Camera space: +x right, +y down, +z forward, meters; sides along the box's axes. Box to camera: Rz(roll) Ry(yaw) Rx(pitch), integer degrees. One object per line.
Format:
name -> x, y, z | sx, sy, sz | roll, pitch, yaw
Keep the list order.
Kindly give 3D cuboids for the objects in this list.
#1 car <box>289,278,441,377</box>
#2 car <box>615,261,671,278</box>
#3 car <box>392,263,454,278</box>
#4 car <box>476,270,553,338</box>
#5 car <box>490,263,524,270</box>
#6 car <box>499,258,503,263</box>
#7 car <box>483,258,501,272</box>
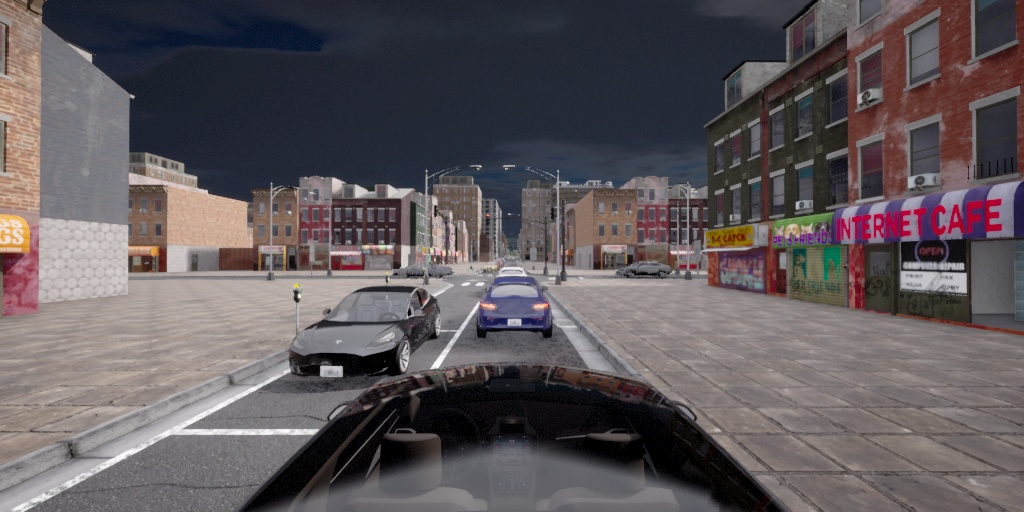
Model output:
car -> -2.645, 1.317, 7.420 | 1.948, 1.339, 4.313 | 0, 0, 0
car -> 12.044, 1.249, 33.019 | 4.902, 1.511, 2.128 | 0, 0, 0
car -> -8.123, 1.346, 33.021 | 5.357, 1.411, 2.033 | 0, 0, 0
car -> 0.069, 1.278, 10.100 | 1.812, 1.442, 4.674 | 0, 0, 0
car -> -0.003, 1.285, 19.234 | 1.812, 1.442, 4.674 | 0, 0, 0
car -> -2.694, 1.356, 50.793 | 1.888, 1.381, 4.507 | 0, 0, 0
car -> -2.688, 1.323, 45.018 | 1.751, 1.417, 4.829 | 0, 0, 0
